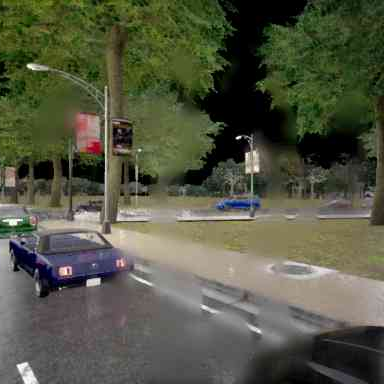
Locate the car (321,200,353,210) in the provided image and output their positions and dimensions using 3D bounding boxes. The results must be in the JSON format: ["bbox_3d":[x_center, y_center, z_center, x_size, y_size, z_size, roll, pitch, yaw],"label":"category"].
[{"bbox_3d":[20.954,1.817,48.014,4.674,1.442,1.812,0,0,-14],"label":"car"}]

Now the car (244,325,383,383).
[{"bbox_3d":[2.352,1.478,1.244,1.882,1.535,5.008,0,0,-38],"label":"car"}]

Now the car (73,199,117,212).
[{"bbox_3d":[-11.525,1.598,39.735,4.892,1.490,1.837,0,0,-14],"label":"car"}]

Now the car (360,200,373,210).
[{"bbox_3d":[25.639,1.811,45.828,4.902,1.511,2.128,0,0,-14],"label":"car"}]

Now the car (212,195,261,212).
[{"bbox_3d":[5.697,1.412,40.789,5.566,2.045,2.150,1,0,-14],"label":"car"}]

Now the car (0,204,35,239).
[{"bbox_3d":[-8.909,1.352,15.837,2.097,1.767,4.553,0,0,-38],"label":"car"}]

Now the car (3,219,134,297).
[{"bbox_3d":[-3.419,1.601,8.719,1.895,1.301,4.718,0,0,-38],"label":"car"}]

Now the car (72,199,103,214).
[{"bbox_3d":[-10.533,1.599,36.079,4.892,1.490,1.837,1,-1,-23],"label":"car"}]

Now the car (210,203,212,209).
[{"bbox_3d":[4.746,1.679,43.898,4.902,1.511,2.128,0,0,-14],"label":"car"}]
